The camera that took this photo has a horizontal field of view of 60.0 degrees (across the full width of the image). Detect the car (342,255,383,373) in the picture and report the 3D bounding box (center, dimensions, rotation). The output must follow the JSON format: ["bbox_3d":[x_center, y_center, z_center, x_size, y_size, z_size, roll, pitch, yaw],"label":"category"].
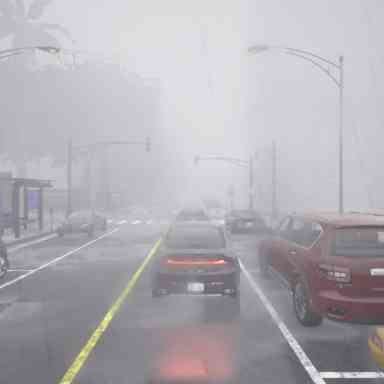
[{"bbox_3d":[2.762,1.525,1.705,1.752,1.417,4.829,0,0,0],"label":"car"}]

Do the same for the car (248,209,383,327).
[{"bbox_3d":[2.767,1.314,6.960,2.192,1.841,5.009,0,0,0],"label":"car"}]

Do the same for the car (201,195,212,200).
[{"bbox_3d":[2.820,1.541,49.668,1.947,1.339,4.313,0,0,0],"label":"car"}]

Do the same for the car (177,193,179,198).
[{"bbox_3d":[-5.654,1.233,93.061,2.192,1.841,5.009,0,0,0],"label":"car"}]

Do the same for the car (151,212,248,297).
[{"bbox_3d":[0.086,1.503,8.542,1.837,1.490,4.892,0,0,0],"label":"car"}]

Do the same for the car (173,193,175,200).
[{"bbox_3d":[-5.674,1.259,76.800,2.192,1.841,5.009,0,0,0],"label":"car"}]

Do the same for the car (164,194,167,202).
[{"bbox_3d":[-5.699,1.410,55.118,1.967,1.590,4.097,0,0,0],"label":"car"}]

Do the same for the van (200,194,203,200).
[{"bbox_3d":[2.832,1.306,60.509,1.690,1.788,3.998,0,0,0],"label":"van"}]

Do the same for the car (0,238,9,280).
[{"bbox_3d":[-5.758,1.439,6.987,1.967,1.590,4.097,0,0,0],"label":"car"}]

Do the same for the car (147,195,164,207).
[{"bbox_3d":[-5.706,1.525,49.698,2.008,1.369,4.403,0,0,0],"label":"car"}]

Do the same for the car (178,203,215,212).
[{"bbox_3d":[0.024,1.559,18.571,1.994,1.385,4.181,0,0,0],"label":"car"}]

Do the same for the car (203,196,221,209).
[{"bbox_3d":[2.813,1.545,44.248,1.947,1.339,4.313,0,0,0],"label":"car"}]

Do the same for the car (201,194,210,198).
[{"bbox_3d":[2.827,1.495,55.259,1.752,1.417,4.829,0,0,0],"label":"car"}]

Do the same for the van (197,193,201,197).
[{"bbox_3d":[2.859,1.277,82.190,1.690,1.788,3.998,0,0,0],"label":"van"}]

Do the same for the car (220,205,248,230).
[{"bbox_3d":[2.781,1.561,17.811,1.947,1.339,4.313,0,0,0],"label":"car"}]

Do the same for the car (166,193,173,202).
[{"bbox_3d":[-5.680,1.392,71.379,1.967,1.590,4.097,0,0,0],"label":"car"}]

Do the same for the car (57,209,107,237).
[{"bbox_3d":[-5.744,1.577,17.839,1.802,1.307,4.206,0,0,0],"label":"car"}]
